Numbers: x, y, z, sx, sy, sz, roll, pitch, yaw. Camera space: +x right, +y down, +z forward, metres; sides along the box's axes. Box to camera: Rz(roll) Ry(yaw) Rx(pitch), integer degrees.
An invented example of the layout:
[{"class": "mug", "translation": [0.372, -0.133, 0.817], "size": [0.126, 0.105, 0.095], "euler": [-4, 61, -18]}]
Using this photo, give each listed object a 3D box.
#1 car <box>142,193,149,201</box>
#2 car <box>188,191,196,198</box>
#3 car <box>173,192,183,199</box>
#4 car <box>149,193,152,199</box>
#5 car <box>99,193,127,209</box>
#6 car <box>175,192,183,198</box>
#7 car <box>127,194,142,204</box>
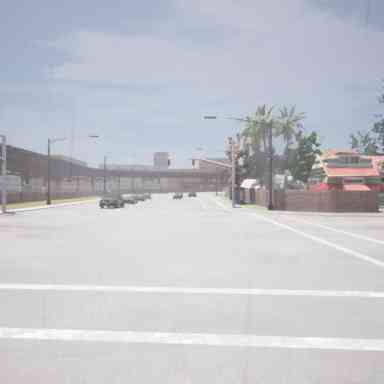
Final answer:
[{"class": "car", "translation": [-10.428, 1.143, 66.225], "size": [1.994, 1.385, 4.181], "euler": [0, 1, 0]}, {"class": "car", "translation": [0.094, 0.519, 86.818], "size": [2.097, 1.767, 4.553], "euler": [0, 1, 0]}, {"class": "car", "translation": [-3.417, 0.963, 76.862], "size": [1.895, 1.301, 4.718], "euler": [0, 1, 0]}, {"class": "car", "translation": [-10.417, 0.897, 76.557], "size": [1.812, 1.442, 4.674], "euler": [0, 1, 0]}, {"class": "car", "translation": [-10.514, 1.112, 43.786], "size": [2.150, 2.045, 5.566], "euler": [0, 0, 0]}, {"class": "car", "translation": [-3.406, 0.709, 87.180], "size": [1.994, 1.385, 4.181], "euler": [0, 1, 0]}, {"class": "car", "translation": [-10.439, 1.287, 56.458], "size": [2.033, 1.411, 5.357], "euler": [0, 1, 0]}]
